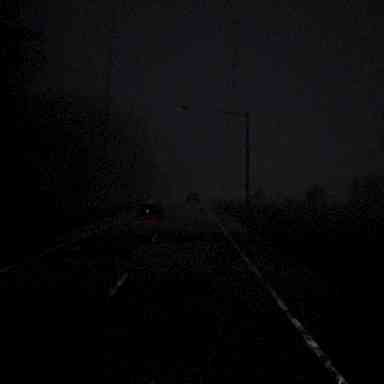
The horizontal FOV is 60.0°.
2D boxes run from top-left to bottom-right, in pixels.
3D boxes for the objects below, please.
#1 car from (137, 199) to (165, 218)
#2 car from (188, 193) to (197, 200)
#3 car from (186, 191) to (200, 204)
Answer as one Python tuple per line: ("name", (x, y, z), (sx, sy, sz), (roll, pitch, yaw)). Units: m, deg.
("car", (-3.365, 1.292, 27.802), (1.882, 1.535, 5.008), (0, 0, 0))
("car", (0.098, 1.039, 73.616), (1.812, 1.442, 4.674), (0, 0, 0))
("car", (0.172, 0.862, 54.143), (2.150, 2.045, 5.566), (0, 0, 0))
